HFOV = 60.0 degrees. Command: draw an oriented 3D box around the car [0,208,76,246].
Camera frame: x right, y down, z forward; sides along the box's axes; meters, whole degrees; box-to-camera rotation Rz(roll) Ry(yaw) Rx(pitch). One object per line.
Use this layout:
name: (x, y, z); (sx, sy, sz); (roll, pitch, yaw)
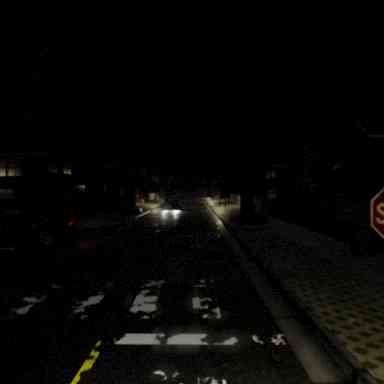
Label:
car: (-7.461, 1.468, 13.900); (4.892, 1.490, 1.837); (0, 6, -17)

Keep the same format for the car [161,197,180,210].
car: (-2.353, 1.300, 37.170); (1.994, 1.385, 4.181); (0, 1, 1)
